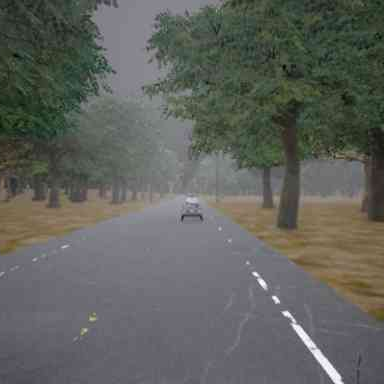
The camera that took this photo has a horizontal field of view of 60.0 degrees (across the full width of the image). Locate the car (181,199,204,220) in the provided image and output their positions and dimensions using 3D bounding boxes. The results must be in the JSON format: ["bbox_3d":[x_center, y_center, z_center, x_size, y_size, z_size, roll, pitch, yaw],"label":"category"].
[{"bbox_3d":[0.018,1.593,28.815,2.033,1.411,5.357,0,0,1],"label":"car"}]

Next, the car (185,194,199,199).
[{"bbox_3d":[-0.013,1.328,56.244,2.150,2.045,5.566,0,0,0],"label":"car"}]
